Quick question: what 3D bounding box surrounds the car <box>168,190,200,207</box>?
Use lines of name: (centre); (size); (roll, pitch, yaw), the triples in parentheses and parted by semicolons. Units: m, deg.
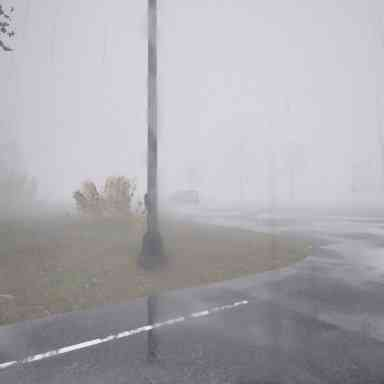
car: (-1.212, 0.782, 43.317); (2.150, 2.045, 5.566); (-1, 1, -35)
